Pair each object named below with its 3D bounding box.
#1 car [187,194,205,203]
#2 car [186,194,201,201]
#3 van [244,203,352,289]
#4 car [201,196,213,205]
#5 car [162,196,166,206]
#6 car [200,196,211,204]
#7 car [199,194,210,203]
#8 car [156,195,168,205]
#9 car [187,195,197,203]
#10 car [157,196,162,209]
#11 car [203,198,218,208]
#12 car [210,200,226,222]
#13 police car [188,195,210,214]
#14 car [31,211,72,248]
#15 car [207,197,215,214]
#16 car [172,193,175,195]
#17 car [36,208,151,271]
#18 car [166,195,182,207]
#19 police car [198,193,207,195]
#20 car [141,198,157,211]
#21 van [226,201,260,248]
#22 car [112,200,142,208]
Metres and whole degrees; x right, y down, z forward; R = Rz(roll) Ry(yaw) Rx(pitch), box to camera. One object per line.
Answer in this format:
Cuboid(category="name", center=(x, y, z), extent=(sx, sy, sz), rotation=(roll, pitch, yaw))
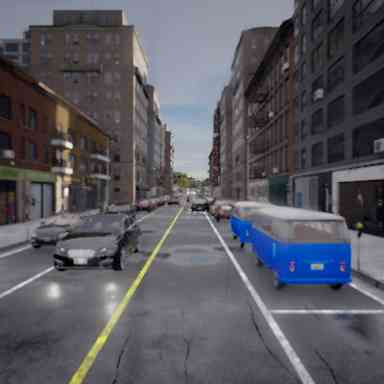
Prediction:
Cuboid(category="car", center=(0.732, 1.475, 45.800), extent=(1.882, 1.535, 5.008), rotation=(0, 0, 2))
Cuboid(category="car", center=(0.366, 1.320, 79.224), extent=(1.812, 1.442, 4.674), rotation=(0, 0, 23))
Cuboid(category="van", center=(2.639, 1.341, 8.855), extent=(1.690, 1.788, 3.998), rotation=(0, 0, 0))
Cuboid(category="car", center=(2.655, 1.533, 59.996), extent=(1.887, 1.381, 4.507), rotation=(0, 0, 0))
Cuboid(category="car", center=(-5.373, 1.535, 48.634), extent=(1.887, 1.381, 4.507), rotation=(0, 0, 0))
Cuboid(category="car", center=(2.657, 1.537, 65.678), extent=(2.008, 1.369, 4.403), rotation=(0, 0, 0))
Cuboid(category="car", center=(2.659, 1.299, 71.360), extent=(2.192, 1.841, 5.009), rotation=(0, 0, 0))
Cuboid(category="car", center=(-5.370, 1.427, 59.998), extent=(1.967, 1.590, 4.097), rotation=(0, 0, 0))
Cuboid(category="car", center=(0.021, 1.380, 68.835), extent=(1.882, 1.535, 5.008), rotation=(0, 0, 0))
Cuboid(category="car", center=(-5.375, 1.543, 42.951), extent=(2.008, 1.369, 4.403), rotation=(0, 0, 0))
Cuboid(category="car", center=(2.652, 1.536, 48.631), extent=(1.887, 1.381, 4.507), rotation=(0, 0, 0))
Cuboid(category="car", center=(2.644, 1.579, 25.902), extent=(1.802, 1.307, 4.206), rotation=(0, 0, 0))
Cuboid(category="police car", center=(0.835, 1.420, 35.882), extent=(1.930, 1.638, 5.238), rotation=(0, 0, 0))
Cuboid(category="car", center=(-5.384, 1.549, 14.540), extent=(2.008, 1.369, 4.403), rotation=(0, 0, 0))
Cuboid(category="car", center=(2.646, 1.521, 31.754), extent=(1.752, 1.417, 4.829), rotation=(0, 0, 0))
Cuboid(category="car", center=(-5.366, 1.423, 71.362), extent=(1.967, 1.590, 4.097), rotation=(0, 0, 0))
Cuboid(category="car", center=(-2.838, 1.489, 10.933), extent=(2.128, 1.511, 4.902), rotation=(0, 0, 0))
Cuboid(category="car", center=(-2.809, 1.591, 52.109), extent=(1.895, 1.301, 4.718), rotation=(0, 0, 0))
Cuboid(category="police car", center=(0.724, 1.416, 51.854), extent=(1.930, 1.638, 5.238), rotation=(0, 0, -2))
Cuboid(category="car", center=(-5.377, 1.538, 37.269), extent=(1.887, 1.381, 4.507), rotation=(0, 0, 0))
Cuboid(category="van", center=(2.641, 1.340, 14.538), extent=(1.690, 1.788, 3.998), rotation=(0, 0, 0))
Cuboid(category="car", center=(-5.381, 1.562, 25.904), extent=(1.947, 1.339, 4.313), rotation=(0, 0, 0))
